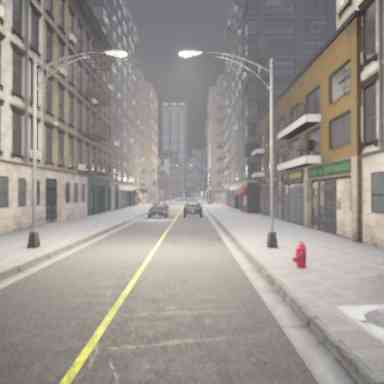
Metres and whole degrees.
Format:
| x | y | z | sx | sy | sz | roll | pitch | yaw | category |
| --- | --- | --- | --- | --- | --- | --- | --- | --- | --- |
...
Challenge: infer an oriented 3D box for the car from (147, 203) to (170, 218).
| x | y | z | sx | sy | sz | roll | pitch | yaw | category |
| --- | --- | --- | --- | --- | --- | --- | --- | --- | --- |
| -3.082 | 1.724 | 32.040 | 2.033 | 1.411 | 5.357 | 0 | 0 | 0 | car |

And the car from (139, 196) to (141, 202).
| x | y | z | sx | sy | sz | roll | pitch | yaw | category |
| --- | --- | --- | --- | --- | --- | --- | --- | --- | --- |
| -14.916 | 1.839 | 81.703 | 5.009 | 1.841 | 2.192 | 0 | 0 | 0 | car |

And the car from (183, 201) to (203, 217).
| x | y | z | sx | sy | sz | roll | pitch | yaw | category |
| --- | --- | --- | --- | --- | --- | --- | --- | --- | --- |
| 0.091 | 1.680 | 33.959 | 2.128 | 1.511 | 4.902 | 0 | 0 | 0 | car |
